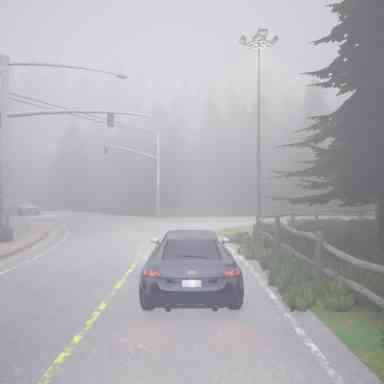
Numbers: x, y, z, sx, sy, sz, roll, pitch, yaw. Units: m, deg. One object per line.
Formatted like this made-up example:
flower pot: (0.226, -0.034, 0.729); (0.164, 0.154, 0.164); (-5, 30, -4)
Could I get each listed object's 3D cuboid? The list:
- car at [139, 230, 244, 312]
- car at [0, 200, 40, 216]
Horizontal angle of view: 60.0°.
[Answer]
car: (-0.030, 1.564, 7.803); (1.994, 1.385, 4.181); (0, 0, -1)
car: (-17.064, 1.526, 32.839); (4.674, 1.442, 1.812); (0, 0, 30)
